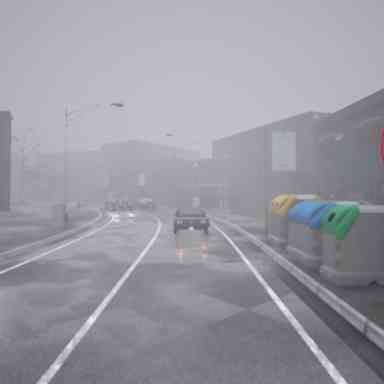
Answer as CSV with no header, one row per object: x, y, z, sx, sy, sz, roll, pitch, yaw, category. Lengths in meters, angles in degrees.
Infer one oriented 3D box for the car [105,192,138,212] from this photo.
-8.118,1.077,36.941,2.150,2.045,5.566,1,0,-27,car

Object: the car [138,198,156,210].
-5.842,1.400,40.371,1.812,1.442,4.674,1,0,-28,car

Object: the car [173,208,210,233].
-0.172,1.544,19.054,1.895,1.301,4.718,0,0,-4,car
